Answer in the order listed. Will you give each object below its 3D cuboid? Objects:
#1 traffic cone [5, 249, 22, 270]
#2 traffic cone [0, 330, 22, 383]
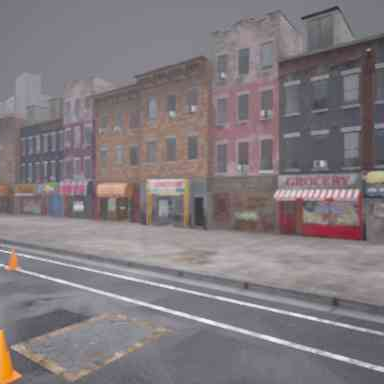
[{"bbox_3d":[-5.367,2.012,10.018,0.340,0.580,0.340,0,0,36],"label":"traffic cone"},{"bbox_3d":[-2.316,1.979,4.043,0.340,0.580,0.340,0,0,36],"label":"traffic cone"}]
